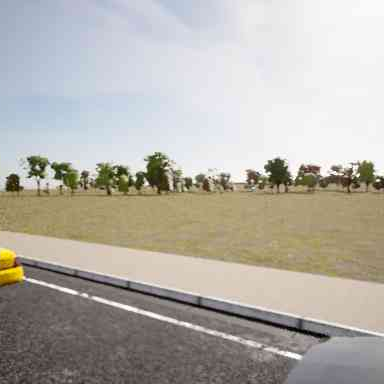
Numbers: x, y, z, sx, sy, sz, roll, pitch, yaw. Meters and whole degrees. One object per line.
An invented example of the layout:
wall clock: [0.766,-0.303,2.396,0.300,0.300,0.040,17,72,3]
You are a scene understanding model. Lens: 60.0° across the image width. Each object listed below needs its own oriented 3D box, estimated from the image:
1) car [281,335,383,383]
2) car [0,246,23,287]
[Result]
car: [3.000,1.548,1.423,5.357,1.411,2.033,0,0,35]
car: [-6.112,1.452,7.918,5.366,1.575,1.801,0,0,35]
